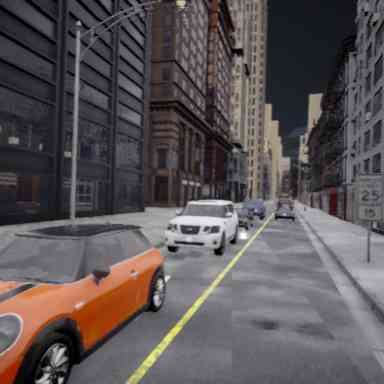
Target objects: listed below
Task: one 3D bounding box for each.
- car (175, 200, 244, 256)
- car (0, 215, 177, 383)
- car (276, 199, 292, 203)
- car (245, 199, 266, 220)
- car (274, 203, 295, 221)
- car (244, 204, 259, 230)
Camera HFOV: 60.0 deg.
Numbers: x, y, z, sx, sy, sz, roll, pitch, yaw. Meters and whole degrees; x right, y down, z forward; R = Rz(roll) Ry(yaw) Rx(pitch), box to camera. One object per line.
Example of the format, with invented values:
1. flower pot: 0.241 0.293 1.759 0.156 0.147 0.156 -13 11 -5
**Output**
1. car: 0.663 1.386 14.518 2.150 2.045 5.566 1 -1 16
2. car: -2.034 1.349 5.101 2.097 1.767 4.553 1 -1 16
3. car: 12.192 1.986 43.611 2.150 2.045 5.566 1 -1 16
4. car: 6.488 1.746 34.750 2.150 2.045 5.566 1 -1 16
5. car: 9.456 2.161 33.875 1.994 1.385 4.181 1 -1 16
6. car: 3.489 1.888 24.435 2.033 1.411 5.357 1 -1 16
